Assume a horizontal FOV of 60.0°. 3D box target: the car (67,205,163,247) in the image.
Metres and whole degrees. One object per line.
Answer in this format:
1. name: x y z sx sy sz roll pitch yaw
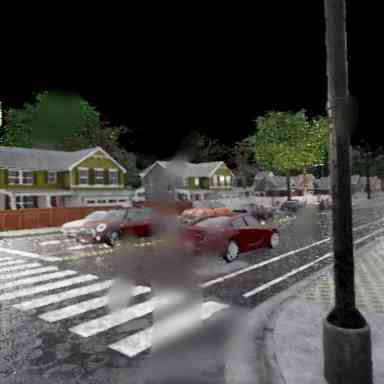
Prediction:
1. car: -3.421 1.565 16.484 2.097 1.767 4.553 -2 -1 38

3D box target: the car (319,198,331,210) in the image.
1. car: 17.738 1.522 42.332 1.812 1.442 4.674 -2 -1 40

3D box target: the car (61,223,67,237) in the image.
1. car: -5.249 1.827 19.416 1.812 1.442 4.674 -2 -1 39

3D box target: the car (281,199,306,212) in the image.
1. car: 12.651 1.645 41.294 1.812 1.442 4.674 -2 -1 40

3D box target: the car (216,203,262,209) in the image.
1. car: 4.492 1.681 26.218 2.033 1.411 5.357 -2 -1 39

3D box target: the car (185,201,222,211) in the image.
1. car: 1.143 1.590 27.251 2.097 1.767 4.553 -2 -1 39

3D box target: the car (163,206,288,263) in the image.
1. car: 1.473 1.502 12.274 1.882 1.535 5.008 -3 -1 40
